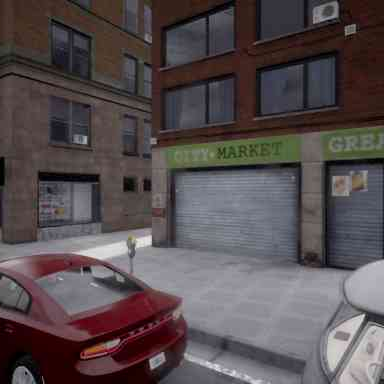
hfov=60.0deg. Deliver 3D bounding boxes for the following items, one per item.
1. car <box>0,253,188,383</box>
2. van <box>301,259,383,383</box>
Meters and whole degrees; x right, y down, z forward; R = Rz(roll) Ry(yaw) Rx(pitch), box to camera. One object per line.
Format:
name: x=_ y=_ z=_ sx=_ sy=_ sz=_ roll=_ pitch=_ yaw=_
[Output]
car: x=-2.160 y=1.544 z=4.615 sx=4.507 sy=1.381 sz=1.887 roll=0 pitch=0 yaw=35
van: x=2.450 y=1.341 z=1.329 sx=3.998 sy=1.788 sz=1.690 roll=0 pitch=0 yaw=35
